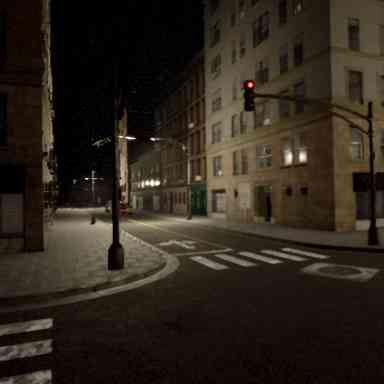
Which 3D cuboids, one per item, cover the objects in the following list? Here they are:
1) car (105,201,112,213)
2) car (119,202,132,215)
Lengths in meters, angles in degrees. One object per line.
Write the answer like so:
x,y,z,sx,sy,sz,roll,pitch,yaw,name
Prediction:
-13.806,2.556,58.118,2.150,2.045,5.566,-1,-1,-21,car
-10.116,2.566,48.793,1.882,1.535,5.008,-1,-1,-21,car
